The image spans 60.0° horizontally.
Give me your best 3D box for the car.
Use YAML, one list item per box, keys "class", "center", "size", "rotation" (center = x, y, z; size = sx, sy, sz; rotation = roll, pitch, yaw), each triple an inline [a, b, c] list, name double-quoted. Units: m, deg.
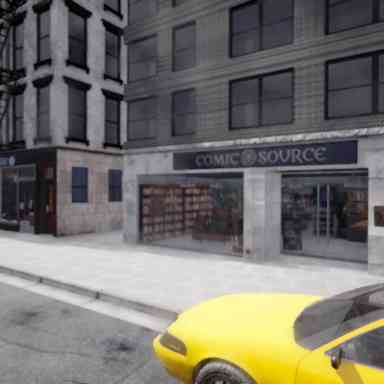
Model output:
- class: "car"
  center: [2.100, 1.455, 2.803]
  size: [5.366, 1.575, 1.801]
  rotation: [1, 0, 34]
